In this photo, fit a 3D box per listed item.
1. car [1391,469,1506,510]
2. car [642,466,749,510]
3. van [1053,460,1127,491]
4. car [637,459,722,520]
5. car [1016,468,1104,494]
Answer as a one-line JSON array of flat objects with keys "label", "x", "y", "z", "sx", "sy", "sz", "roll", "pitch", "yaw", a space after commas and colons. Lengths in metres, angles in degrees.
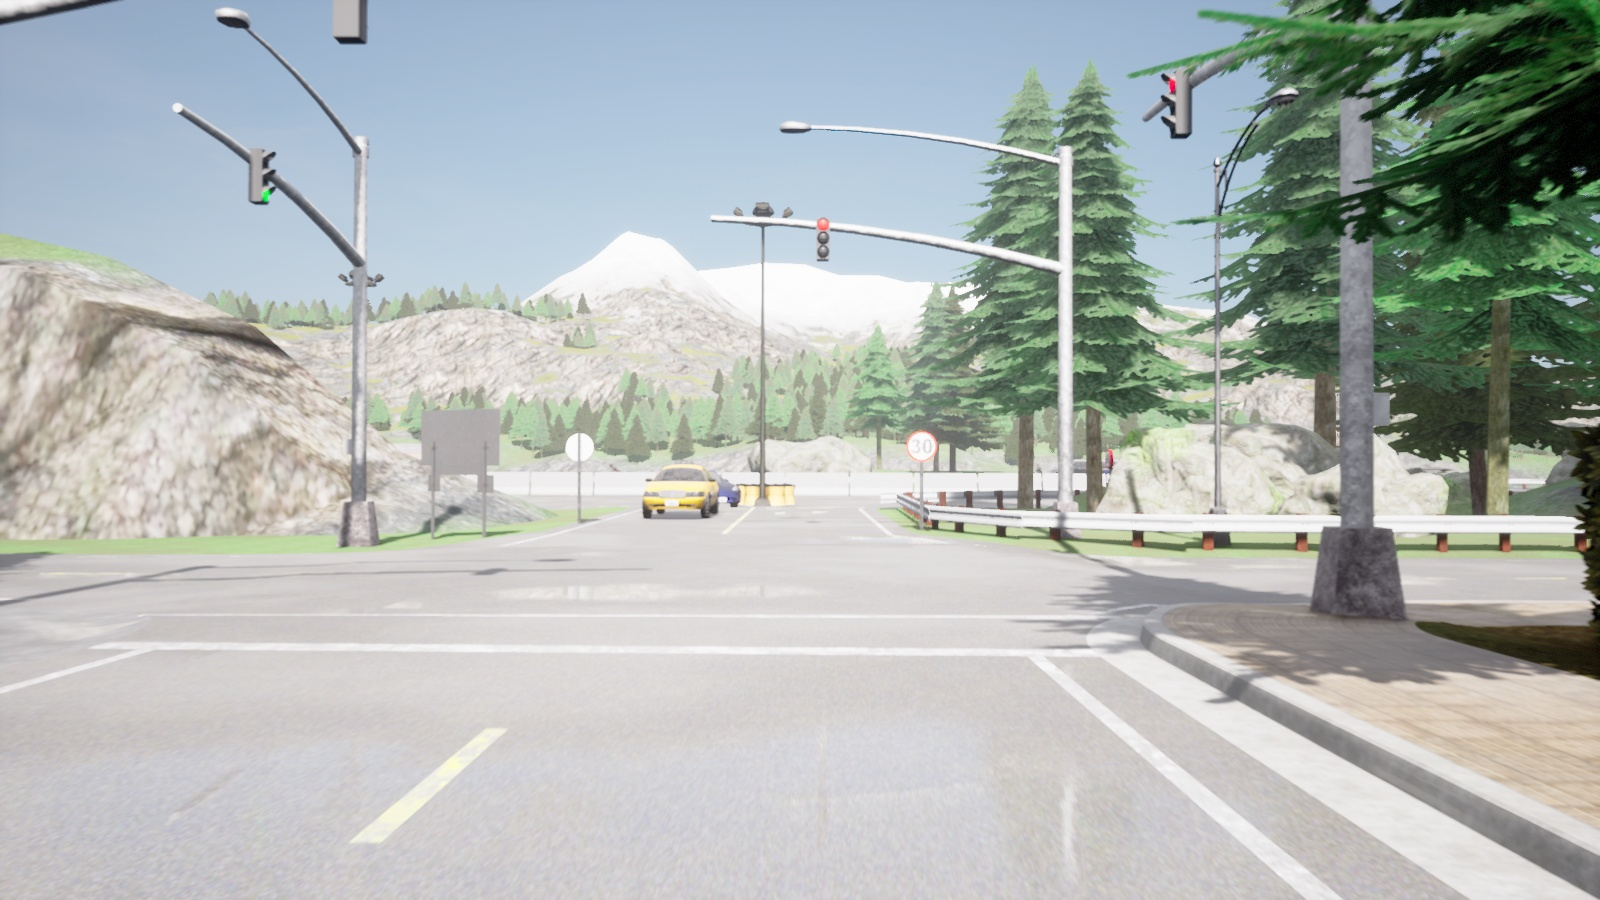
[{"label": "car", "x": 25.932, "y": 1.564, "z": 50.296, "sx": 3.705, "sy": 1.549, "sz": 1.789, "roll": 0, "pitch": -1, "yaw": 1}, {"label": "car", "x": -3.875, "y": 1.392, "z": 45.733, "sx": 2.163, "sy": 1.488, "sz": 4.792, "roll": 1, "pitch": -2, "yaw": -28}, {"label": "van", "x": 18.870, "y": 1.657, "z": 81.859, "sx": 4.442, "sy": 1.987, "sz": 1.775, "roll": 0, "pitch": -1, "yaw": 1}, {"label": "car", "x": -3.304, "y": 1.054, "z": 35.419, "sx": 1.801, "sy": 1.575, "sz": 5.366, "roll": 0, "pitch": -1, "yaw": 1}, {"label": "car", "x": 15.484, "y": 1.820, "z": 74.886, "sx": 4.892, "sy": 1.490, "sz": 1.837, "roll": 0, "pitch": -1, "yaw": 1}]
